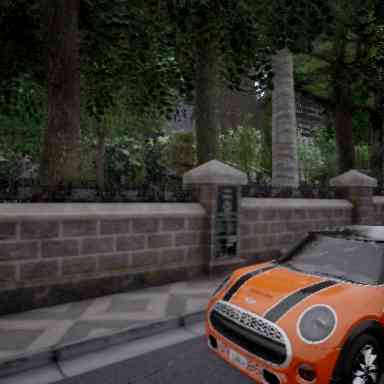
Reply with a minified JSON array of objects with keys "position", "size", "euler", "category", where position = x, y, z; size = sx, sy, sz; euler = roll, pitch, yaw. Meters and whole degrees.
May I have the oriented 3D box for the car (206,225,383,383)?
[{"position":[2.433,1.350,5.056],"size":[4.553,1.767,2.097],"euler":[0,0,-32],"category":"car"}]
